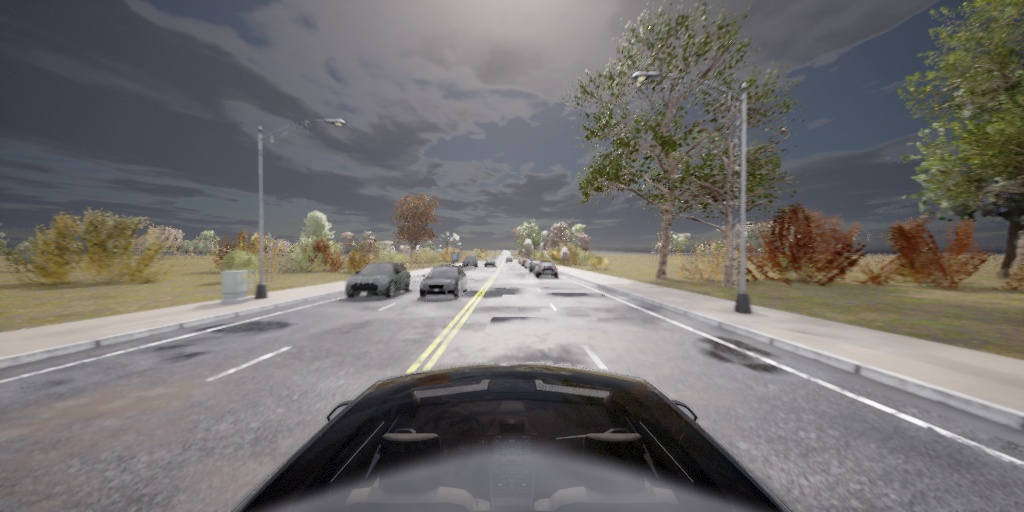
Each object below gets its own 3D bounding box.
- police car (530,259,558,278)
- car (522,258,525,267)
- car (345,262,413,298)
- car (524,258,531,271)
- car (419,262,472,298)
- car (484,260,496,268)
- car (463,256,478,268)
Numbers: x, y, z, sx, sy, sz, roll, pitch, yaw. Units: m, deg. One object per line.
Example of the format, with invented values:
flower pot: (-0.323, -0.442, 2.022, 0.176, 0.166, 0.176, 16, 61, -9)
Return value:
police car: (3.144, 1.245, 33.867, 2.038, 1.542, 4.974, 0, 0, 0)
car: (2.951, 1.245, 55.888, 1.812, 1.442, 4.674, 0, 0, -1)
car: (-6.621, 1.103, 18.243, 2.097, 1.767, 4.553, 0, 0, 0)
car: (3.060, 1.223, 44.877, 2.128, 1.511, 4.902, 0, 0, -1)
car: (-3.372, 1.254, 18.350, 1.837, 1.490, 4.892, 0, 0, 0)
car: (-3.614, 1.319, 59.944, 1.895, 1.301, 4.718, 0, 0, 0)
car: (-6.865, 0.953, 59.835, 2.150, 2.045, 5.566, 0, 0, 0)
